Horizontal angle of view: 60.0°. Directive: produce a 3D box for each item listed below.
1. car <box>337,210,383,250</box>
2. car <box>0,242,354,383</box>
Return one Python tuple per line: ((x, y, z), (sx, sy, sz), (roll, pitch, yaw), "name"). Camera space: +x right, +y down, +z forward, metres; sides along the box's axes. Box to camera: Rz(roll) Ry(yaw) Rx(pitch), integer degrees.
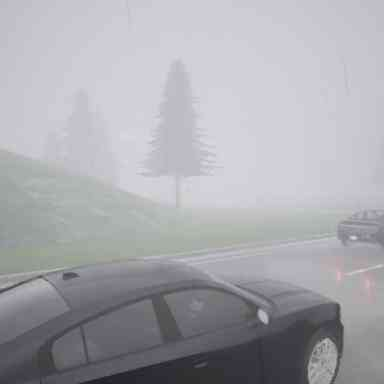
((7.953, 1.482, 13.718), (4.902, 1.511, 2.128), (0, 0, -35), "car")
((-0.410, 1.477, 3.456), (5.008, 1.535, 1.882), (0, 0, -36), "car")
